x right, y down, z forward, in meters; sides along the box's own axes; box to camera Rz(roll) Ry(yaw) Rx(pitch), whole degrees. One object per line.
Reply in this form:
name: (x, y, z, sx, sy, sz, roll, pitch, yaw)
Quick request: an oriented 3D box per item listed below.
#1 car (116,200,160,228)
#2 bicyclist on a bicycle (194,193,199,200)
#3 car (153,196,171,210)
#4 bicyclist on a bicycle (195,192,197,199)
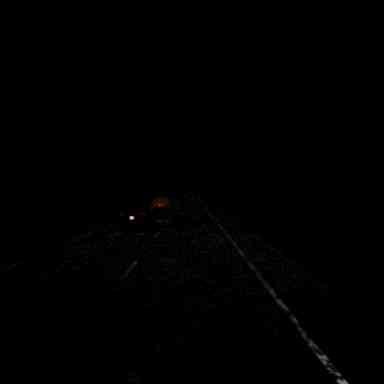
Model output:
car: (-3.403, 1.420, 20.776, 1.994, 1.385, 4.181, 0, 0, 0)
bicyclist on a bicycle: (0.942, 0.959, 69.647, 0.866, 1.612, 1.509, 0, 0, 0)
car: (-3.409, 1.218, 37.645, 1.882, 1.535, 5.008, 0, 0, 0)
bicyclist on a bicycle: (0.946, 0.832, 78.610, 0.659, 1.776, 1.843, 0, 1, 0)
